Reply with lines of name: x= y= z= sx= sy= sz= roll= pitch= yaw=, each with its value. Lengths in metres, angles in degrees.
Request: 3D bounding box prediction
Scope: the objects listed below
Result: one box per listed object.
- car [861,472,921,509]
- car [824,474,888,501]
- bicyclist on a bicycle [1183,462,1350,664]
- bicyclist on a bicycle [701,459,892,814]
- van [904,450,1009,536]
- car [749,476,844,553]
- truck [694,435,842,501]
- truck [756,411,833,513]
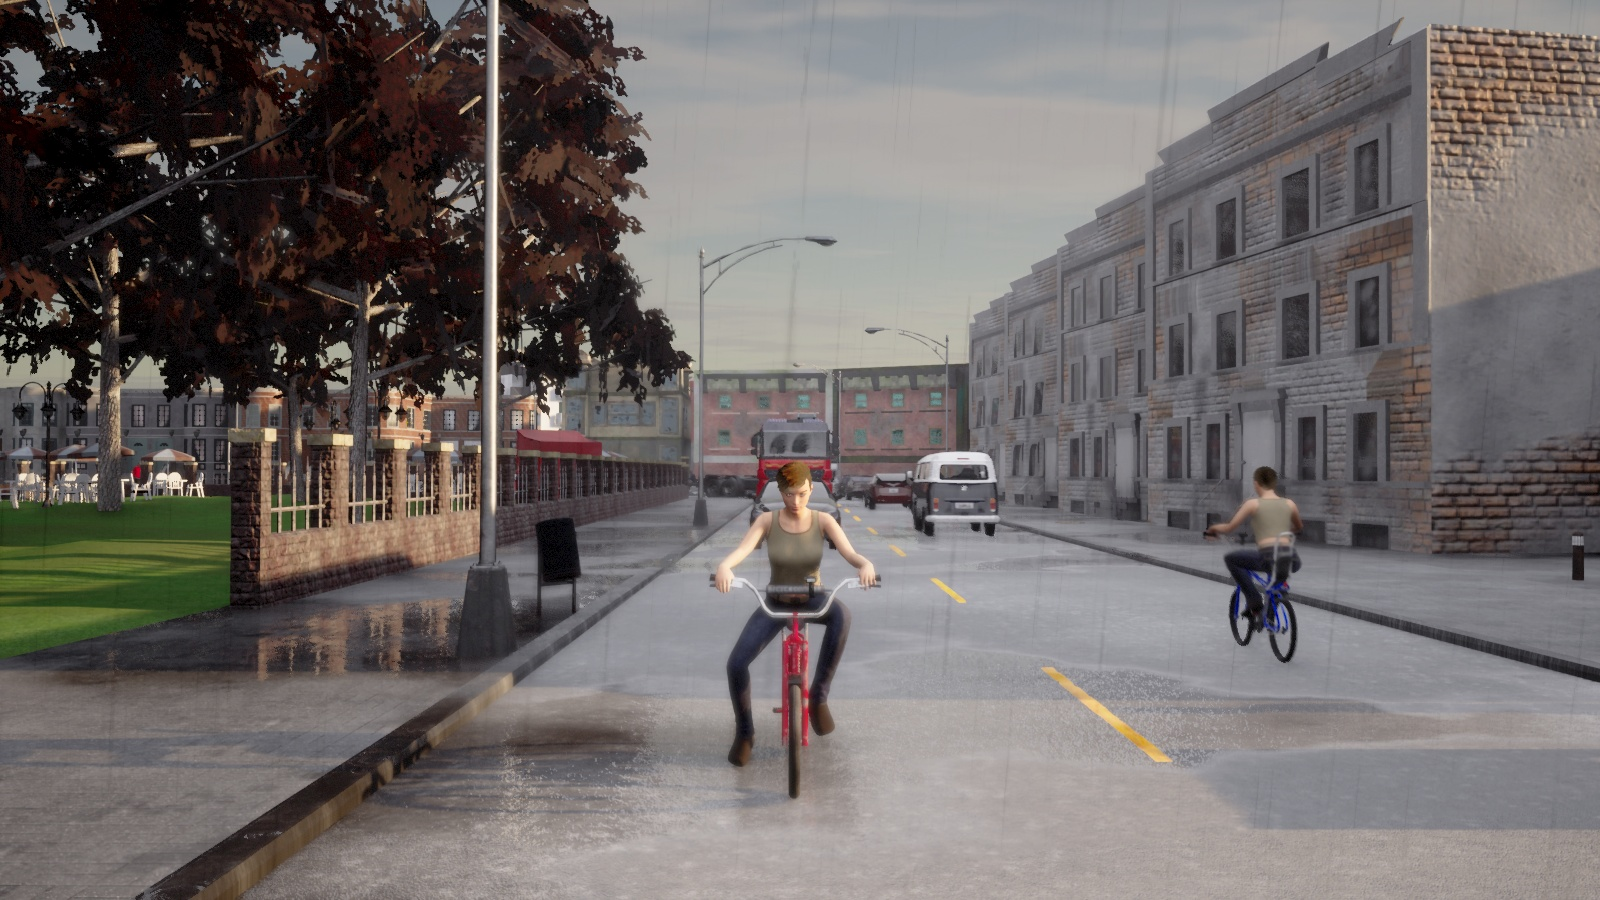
car: x=3.802 y=1.693 z=53.349 sx=2.163 sy=1.488 sz=4.792 roll=0 pitch=-1 yaw=0
car: x=3.010 y=2.010 z=69.126 sx=2.033 sy=1.411 sz=5.357 roll=0 pitch=-1 yaw=-15
bicyclist on a bicycle: x=3.963 y=0.916 z=10.805 sx=0.866 sy=1.612 sz=1.509 roll=0 pitch=-1 yaw=0
bicyclist on a bicycle: x=-0.018 y=0.860 z=6.486 sx=0.866 sy=1.612 sz=1.509 roll=0 pitch=-1 yaw=0
van: x=3.891 y=1.057 z=31.930 sx=2.069 sy=2.038 sz=4.480 roll=0 pitch=-1 yaw=0
car: x=-0.084 y=1.282 z=26.324 sx=1.812 sy=1.442 sz=4.674 roll=0 pitch=-1 yaw=0
truck: x=-1.819 y=1.002 z=69.321 sx=7.936 sy=3.462 sz=2.891 roll=-1 pitch=-2 yaw=34
truck: x=-0.181 y=0.510 z=51.292 sx=2.891 sy=3.827 sz=8.468 roll=0 pitch=-1 yaw=0
